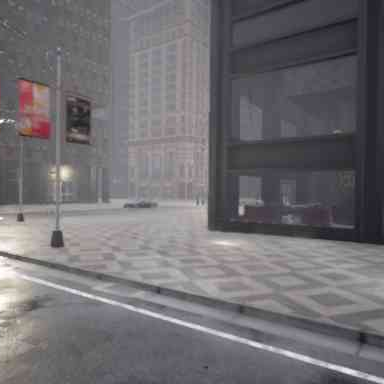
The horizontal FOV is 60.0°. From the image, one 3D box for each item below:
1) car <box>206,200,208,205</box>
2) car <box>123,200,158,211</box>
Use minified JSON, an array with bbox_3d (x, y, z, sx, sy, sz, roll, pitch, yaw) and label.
[{"bbox_3d":[4.396,1.675,58.574,1.882,1.535,5.008,1,0,35],"label":"car"},{"bbox_3d":[-6.661,1.662,43.120,1.895,1.301,4.718,1,0,35],"label":"car"}]
